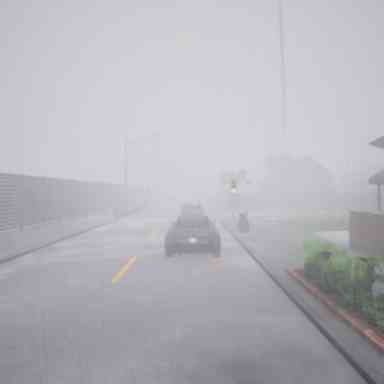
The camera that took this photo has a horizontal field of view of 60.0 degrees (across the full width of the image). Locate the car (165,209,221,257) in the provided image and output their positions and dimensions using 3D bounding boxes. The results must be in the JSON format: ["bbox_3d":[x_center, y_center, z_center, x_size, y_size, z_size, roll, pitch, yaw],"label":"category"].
[{"bbox_3d":[0.045,1.568,13.034,1.994,1.385,4.181,0,0,1],"label":"car"}]

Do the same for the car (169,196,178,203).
[{"bbox_3d":[-3.990,1.556,71.826,2.033,1.411,5.357,0,0,0],"label":"car"}]

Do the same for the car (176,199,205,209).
[{"bbox_3d":[0.050,1.498,27.819,2.128,1.511,4.902,0,0,1],"label":"car"}]
